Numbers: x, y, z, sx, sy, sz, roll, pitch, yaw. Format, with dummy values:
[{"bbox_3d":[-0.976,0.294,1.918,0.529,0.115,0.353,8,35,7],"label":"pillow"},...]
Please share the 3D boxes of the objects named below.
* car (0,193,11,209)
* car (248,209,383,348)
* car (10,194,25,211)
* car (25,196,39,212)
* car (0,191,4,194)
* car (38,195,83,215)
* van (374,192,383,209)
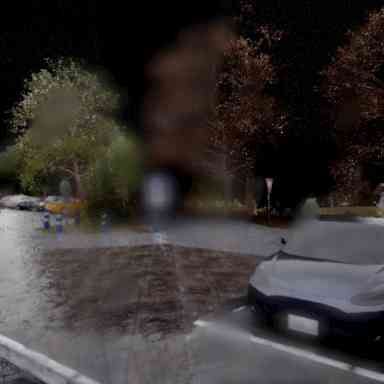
[{"bbox_3d":[-18.339,1.163,37.096,2.002,1.452,4.674,2,1,36],"label":"car"},{"bbox_3d":[2.747,1.194,5.943,2.163,1.488,4.792,1,1,36],"label":"car"},{"bbox_3d":[-16.113,1.216,35.449,2.163,1.488,4.792,2,1,36],"label":"car"},{"bbox_3d":[-13.933,1.123,33.943,2.185,1.767,4.553,2,1,36],"label":"car"},{"bbox_3d":[-20.688,1.055,38.573,1.946,1.575,5.366,2,1,36],"label":"car"},{"bbox_3d":[-11.713,1.312,32.289,2.097,1.535,5.008,2,1,36],"label":"car"},{"bbox_3d":[10.313,0.933,16.494,1.878,1.987,4.442,1,1,36],"label":"van"}]
